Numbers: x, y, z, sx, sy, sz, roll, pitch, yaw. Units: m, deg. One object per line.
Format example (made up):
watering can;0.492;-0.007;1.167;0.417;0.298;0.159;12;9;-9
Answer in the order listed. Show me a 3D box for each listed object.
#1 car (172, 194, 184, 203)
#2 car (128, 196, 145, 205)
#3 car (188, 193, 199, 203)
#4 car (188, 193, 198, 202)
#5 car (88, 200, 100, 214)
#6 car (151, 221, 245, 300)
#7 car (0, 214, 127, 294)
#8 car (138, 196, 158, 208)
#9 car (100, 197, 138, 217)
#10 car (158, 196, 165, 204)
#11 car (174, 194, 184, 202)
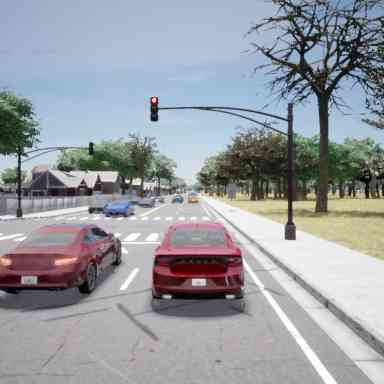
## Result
car;-2.969;1.499;66.306;1.812;1.442;4.674;0;0;0
car;-9.676;1.528;58.101;2.033;1.411;5.357;0;0;0
car;0.276;1.451;65.897;1.882;1.535;5.008;0;0;0
car;0.206;1.190;76.298;2.150;2.045;5.566;0;0;0
car;-9.786;1.541;36.146;2.033;1.411;5.357;0;0;-3
car;0.120;1.477;8.470;1.882;1.535;5.008;0;0;0
car;-3.127;1.525;8.682;1.812;1.442;4.674;0;0;0
car;-6.470;1.536;47.616;2.033;1.411;5.357;0;0;0
car;-6.521;1.473;30.348;1.882;1.535;5.008;0;0;0
car;-6.373;1.467;63.946;2.128;1.511;4.902;0;0;1
car;-3.044;1.320;76.271;2.097;1.767;4.553;0;0;0
